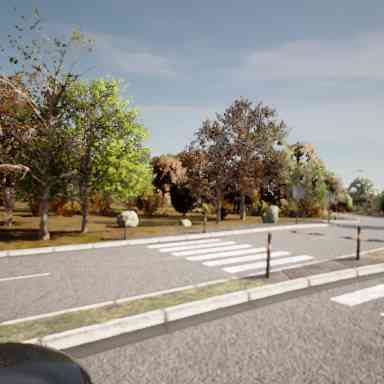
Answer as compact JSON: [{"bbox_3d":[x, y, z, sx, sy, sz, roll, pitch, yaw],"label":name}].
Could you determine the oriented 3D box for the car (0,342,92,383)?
[{"bbox_3d":[-2.776,1.524,1.462,4.674,1.442,1.812,0,0,-35],"label":"car"}]
